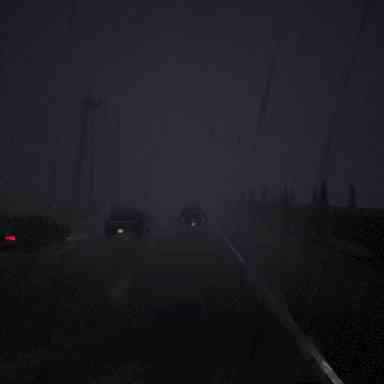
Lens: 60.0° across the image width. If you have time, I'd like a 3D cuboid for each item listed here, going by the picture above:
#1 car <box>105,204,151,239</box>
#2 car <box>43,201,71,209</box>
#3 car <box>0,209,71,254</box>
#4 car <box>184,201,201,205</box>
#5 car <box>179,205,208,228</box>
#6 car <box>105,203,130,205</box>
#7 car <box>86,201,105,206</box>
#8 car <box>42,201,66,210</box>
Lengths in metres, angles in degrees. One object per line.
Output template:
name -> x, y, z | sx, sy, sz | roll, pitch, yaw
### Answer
car -> -3.405, 1.663, 18.275 | 2.128, 1.511, 4.902 | 0, -1, 0
car -> -17.582, 1.918, 44.024 | 1.837, 1.490, 4.892 | 0, -1, 0
car -> -6.903, 1.679, 14.020 | 2.033, 1.411, 5.357 | 0, -1, 0
car -> 0.089, 1.894, 41.669 | 1.837, 1.490, 4.892 | 0, -1, 0
car -> 0.094, 1.823, 23.735 | 1.895, 1.301, 4.718 | 0, -1, 0
car -> -6.909, 1.789, 33.274 | 1.882, 1.535, 5.008 | 0, -1, 0
car -> -14.046, 2.003, 48.793 | 2.033, 1.411, 5.357 | 0, -1, 0
car -> -21.025, 2.039, 50.822 | 1.994, 1.385, 4.181 | 0, -1, 1
